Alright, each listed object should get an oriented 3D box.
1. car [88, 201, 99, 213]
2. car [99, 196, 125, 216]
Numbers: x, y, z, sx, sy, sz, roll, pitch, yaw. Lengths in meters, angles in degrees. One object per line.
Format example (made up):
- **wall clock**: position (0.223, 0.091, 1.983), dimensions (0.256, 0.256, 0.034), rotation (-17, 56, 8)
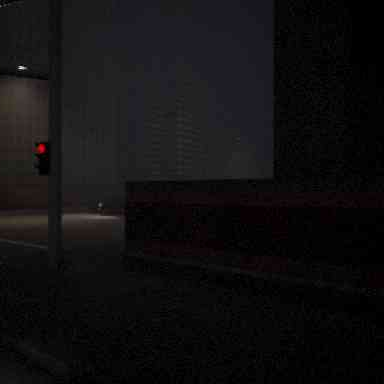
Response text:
- **car**: position (-8.271, 1.219, 33.755), dimensions (2.097, 1.767, 4.553), rotation (0, 0, 36)
- **car**: position (-5.867, 1.388, 31.114), dimensions (1.837, 1.490, 4.892), rotation (0, 0, 36)
